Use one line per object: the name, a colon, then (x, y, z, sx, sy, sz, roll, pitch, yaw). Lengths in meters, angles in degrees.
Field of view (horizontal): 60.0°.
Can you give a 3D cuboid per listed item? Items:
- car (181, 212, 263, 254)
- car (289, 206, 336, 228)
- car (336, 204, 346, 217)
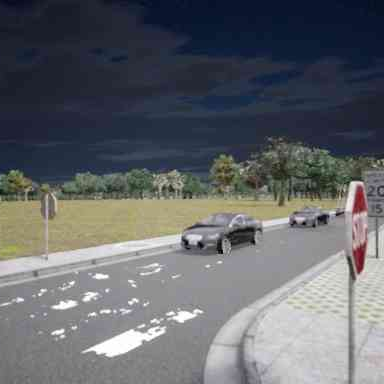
car: (1.458, 1.662, 14.466, 2.128, 1.511, 4.902, -1, -1, 36)
car: (8.786, 1.786, 24.688, 2.128, 1.511, 4.902, -1, -1, 36)
car: (17.051, 1.978, 36.190, 2.033, 1.411, 5.357, -1, -1, 36)
